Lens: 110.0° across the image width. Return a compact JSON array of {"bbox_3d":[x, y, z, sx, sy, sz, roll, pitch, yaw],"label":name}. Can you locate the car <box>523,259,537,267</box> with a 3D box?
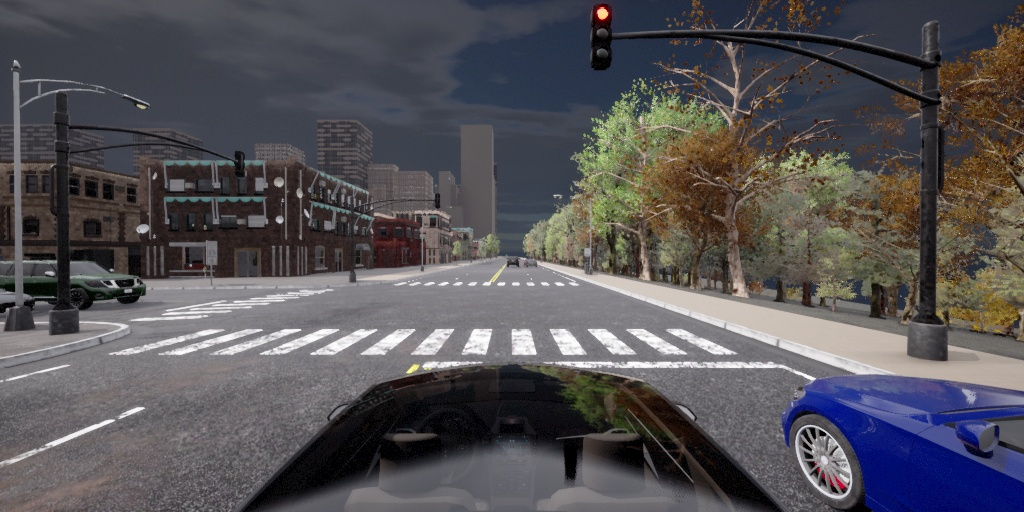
[{"bbox_3d":[3.472,1.218,63.875,2.128,1.511,4.902,0,0,0],"label":"car"}]

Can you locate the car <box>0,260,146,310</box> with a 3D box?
[{"bbox_3d":[-19.311,1.186,15.475,5.566,2.045,2.150,-1,1,0],"label":"car"}]

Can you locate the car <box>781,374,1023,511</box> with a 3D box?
[{"bbox_3d":[3.346,1.276,1.331,1.812,1.442,4.674,0,0,2],"label":"car"}]

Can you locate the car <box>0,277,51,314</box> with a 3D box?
[{"bbox_3d":[-19.926,1.565,12.773,4.313,1.339,1.948,0,0,0],"label":"car"}]

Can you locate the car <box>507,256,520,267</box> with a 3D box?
[{"bbox_3d":[0.219,0.948,63.715,2.150,2.045,5.566,0,0,1],"label":"car"}]
